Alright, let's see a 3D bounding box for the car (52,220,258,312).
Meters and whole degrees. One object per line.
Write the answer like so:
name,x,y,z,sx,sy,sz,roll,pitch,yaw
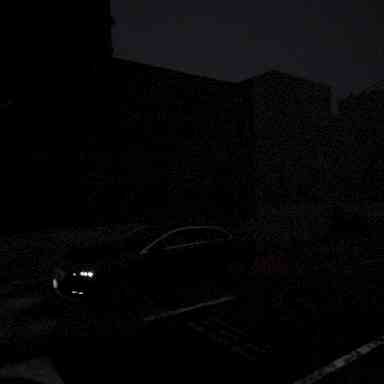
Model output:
car,-0.613,1.462,7.781,4.902,1.511,2.128,-1,0,-35
